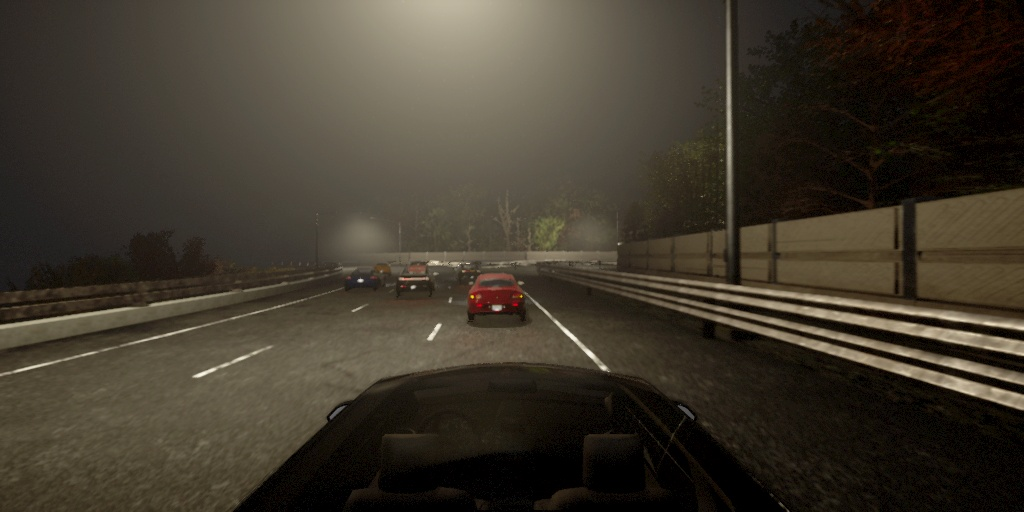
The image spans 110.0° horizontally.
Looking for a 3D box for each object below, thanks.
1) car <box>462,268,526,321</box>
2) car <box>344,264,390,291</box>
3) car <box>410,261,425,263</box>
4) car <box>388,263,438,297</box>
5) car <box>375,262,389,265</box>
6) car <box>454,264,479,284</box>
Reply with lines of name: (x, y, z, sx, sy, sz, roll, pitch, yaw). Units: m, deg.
car: (-0.555, 1.318, 12.546, 1.812, 1.442, 4.674, 0, 0, -3)
car: (-9.484, 1.444, 23.415, 1.994, 1.385, 4.181, 0, 0, -12)
car: (-10.114, 1.290, 38.213, 2.097, 1.767, 4.553, 0, 0, -20)
car: (-5.212, 1.335, 19.818, 2.128, 1.511, 4.902, 0, 0, -10)
car: (-15.079, 1.453, 41.485, 1.882, 1.535, 5.008, 0, 0, -22)
car: (-3.507, 1.359, 28.613, 2.128, 1.511, 4.902, 0, 0, -14)
